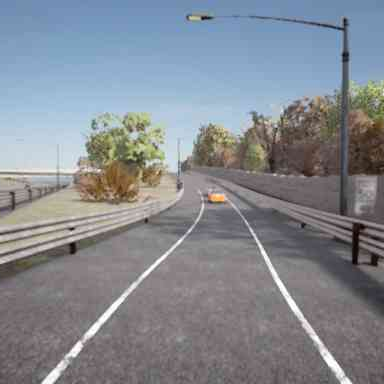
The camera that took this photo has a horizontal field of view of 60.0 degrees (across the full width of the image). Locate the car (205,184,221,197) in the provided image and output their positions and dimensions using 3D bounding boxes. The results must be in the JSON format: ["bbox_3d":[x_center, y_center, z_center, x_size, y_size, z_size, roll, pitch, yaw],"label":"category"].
[{"bbox_3d":[3.296,-0.276,52.933,2.097,1.767,4.553,0,4,-1],"label":"car"}]

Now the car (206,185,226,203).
[{"bbox_3d":[3.175,0.436,42.662,2.097,1.767,4.553,1,3,1],"label":"car"}]
